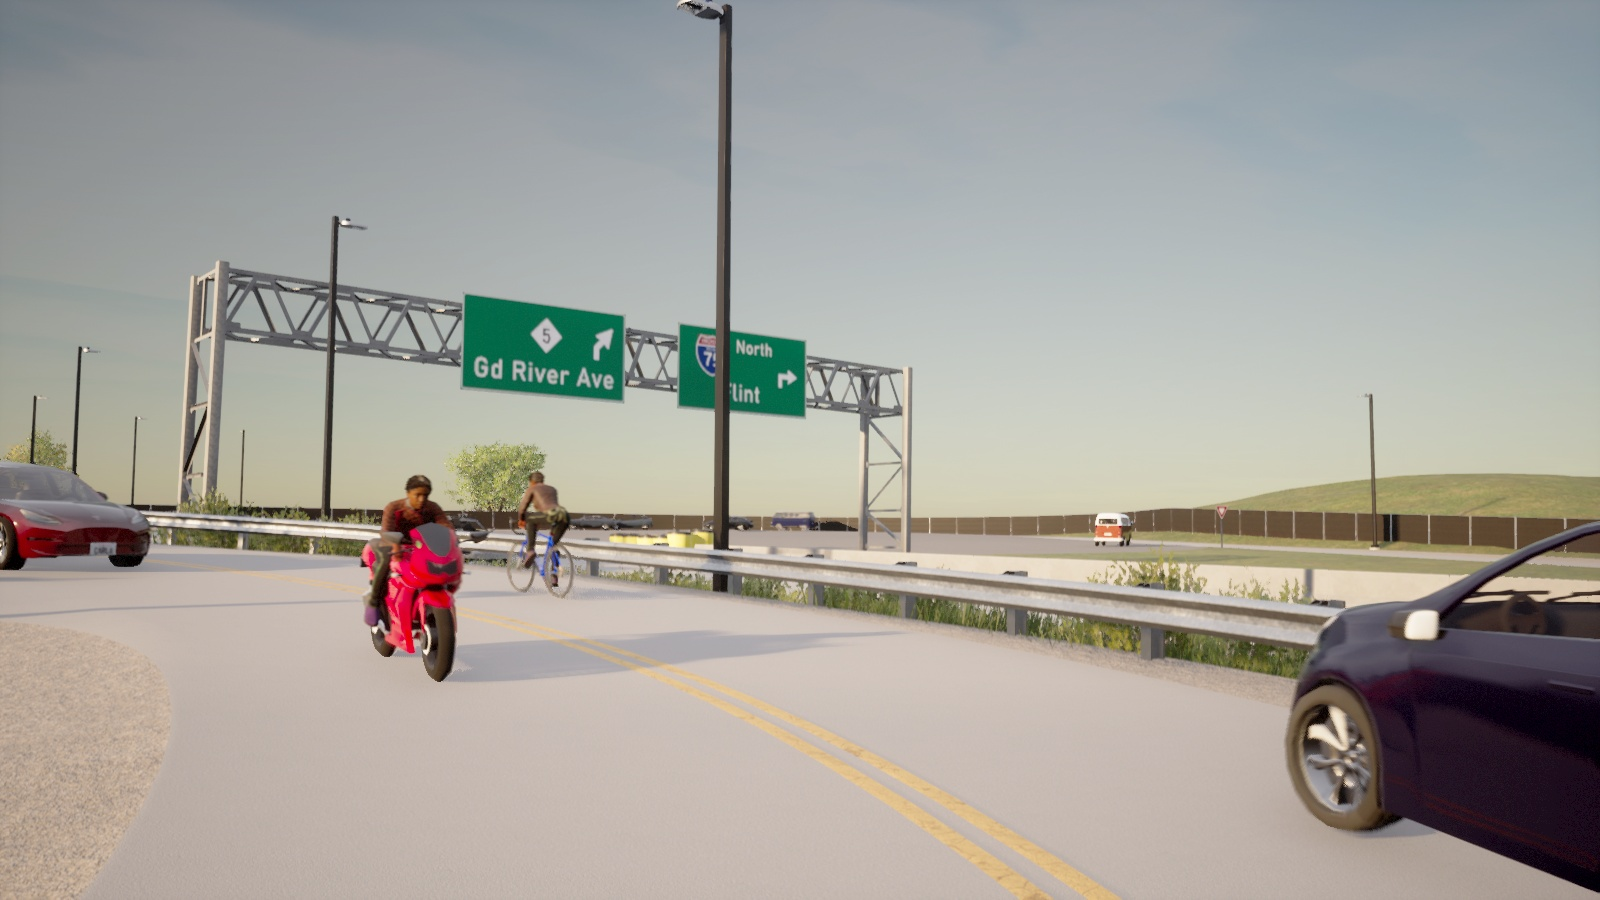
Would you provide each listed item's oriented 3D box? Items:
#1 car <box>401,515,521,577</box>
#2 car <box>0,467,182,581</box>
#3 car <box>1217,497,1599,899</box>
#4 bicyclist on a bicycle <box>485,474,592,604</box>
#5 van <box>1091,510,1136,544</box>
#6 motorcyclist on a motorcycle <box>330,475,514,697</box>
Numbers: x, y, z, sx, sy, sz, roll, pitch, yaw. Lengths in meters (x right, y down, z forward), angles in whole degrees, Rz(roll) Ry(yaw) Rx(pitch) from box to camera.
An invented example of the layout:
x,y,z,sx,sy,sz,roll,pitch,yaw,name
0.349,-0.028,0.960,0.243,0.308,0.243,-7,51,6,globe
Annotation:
x,y,z,sx,sy,sz,roll,pitch,yaw,name
-11.029,3.074,40.656,1.932,1.855,4.605,4,-4,-40,car
-11.681,1.004,18.602,4.792,1.488,2.163,1,-3,30,car
3.389,0.956,4.767,1.845,1.501,3.633,1,-2,-12,car
-3.445,1.129,16.484,0.582,1.620,1.656,3,-3,-42,bicyclist on a bicycle
19.663,4.809,78.633,2.069,2.038,4.480,-1,-3,23,van
-2.995,0.971,9.794,0.797,1.523,2.044,2,-1,-33,motorcyclist on a motorcycle
